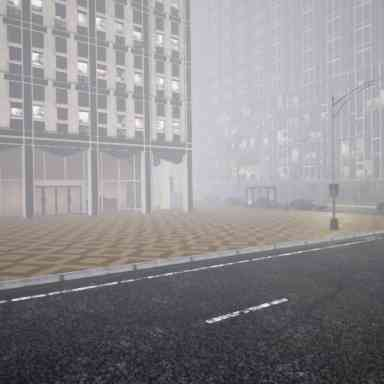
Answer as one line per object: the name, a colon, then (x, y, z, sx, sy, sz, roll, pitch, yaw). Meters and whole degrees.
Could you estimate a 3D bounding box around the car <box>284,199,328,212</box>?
car: (12.761, 1.422, 36.547, 1.947, 1.339, 4.313, -1, 1, -34)

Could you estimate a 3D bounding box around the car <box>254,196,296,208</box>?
car: (10.934, 1.294, 44.042, 2.033, 1.411, 5.357, -1, 1, -34)

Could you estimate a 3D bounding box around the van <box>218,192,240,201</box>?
van: (6.986, 0.853, 60.121, 1.690, 1.788, 3.998, -1, 1, -34)

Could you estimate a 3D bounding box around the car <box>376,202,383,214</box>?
car: (19.872, 1.412, 31.223, 1.812, 1.442, 4.674, -1, 1, -37)

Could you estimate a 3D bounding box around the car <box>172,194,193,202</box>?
car: (-1.811, 1.101, 62.881, 1.994, 1.385, 4.181, -1, 1, -34)

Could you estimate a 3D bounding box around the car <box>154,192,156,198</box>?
car: (-9.021, 0.684, 83.602, 1.967, 1.590, 4.097, 0, 1, -34)

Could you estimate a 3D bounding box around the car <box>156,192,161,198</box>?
car: (-5.820, 0.613, 78.905, 2.192, 1.841, 5.009, 0, 1, -34)

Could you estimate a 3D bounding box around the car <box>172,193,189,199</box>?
car: (-2.618, 0.934, 74.213, 1.802, 1.307, 4.206, 0, 1, -34)

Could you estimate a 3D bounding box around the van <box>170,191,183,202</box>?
van: (-3.139, 0.936, 60.098, 1.690, 1.788, 3.998, 0, 1, -34)

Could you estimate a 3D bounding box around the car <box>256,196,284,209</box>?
car: (9.573, 1.386, 41.256, 1.802, 1.307, 4.206, -1, 1, -34)

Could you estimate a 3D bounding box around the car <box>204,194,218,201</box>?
car: (3.785, 1.041, 64.820, 1.802, 1.307, 4.206, -1, 1, -34)

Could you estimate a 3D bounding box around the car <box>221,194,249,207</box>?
car: (6.420, 1.318, 45.984, 1.947, 1.339, 4.313, -1, 1, -34)
